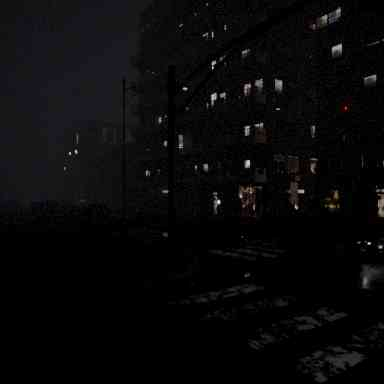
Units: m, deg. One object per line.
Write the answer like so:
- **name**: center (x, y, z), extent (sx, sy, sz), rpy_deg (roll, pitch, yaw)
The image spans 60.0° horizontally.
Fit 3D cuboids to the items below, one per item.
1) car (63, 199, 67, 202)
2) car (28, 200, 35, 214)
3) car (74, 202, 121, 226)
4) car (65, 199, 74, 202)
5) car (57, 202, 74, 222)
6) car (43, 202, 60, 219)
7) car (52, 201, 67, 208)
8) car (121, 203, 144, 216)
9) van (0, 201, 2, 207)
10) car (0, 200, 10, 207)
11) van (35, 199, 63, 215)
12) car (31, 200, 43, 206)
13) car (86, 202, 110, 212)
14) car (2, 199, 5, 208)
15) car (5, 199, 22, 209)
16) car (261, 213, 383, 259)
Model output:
- **car**: center (-20.647, 2.163, 49.138), extent (2.033, 1.411, 5.357), rpy_deg (0, -1, -35)
- **car**: center (-20.374, 2.073, 44.314), extent (1.967, 1.590, 4.097), rpy_deg (-1, 0, -35)
- **car**: center (-7.551, 1.777, 26.316), extent (1.967, 1.590, 4.097), rpy_deg (-1, 0, -35)
- **car**: center (-23.368, 2.160, 62.094), extent (2.192, 1.841, 5.009), rpy_deg (-1, 0, -35)
- **car**: center (-10.656, 1.934, 30.677), extent (1.752, 1.417, 4.829), rpy_deg (-1, 0, -35)
- **car**: center (-13.960, 2.036, 35.314), extent (2.008, 1.369, 4.403), rpy_deg (-1, 0, -35)
- **car**: center (-26.567, 2.462, 66.591), extent (1.887, 1.381, 4.507), rpy_deg (-1, 0, -35)
- **car**: center (-7.444, 2.006, 39.749), extent (1.752, 1.417, 4.829), rpy_deg (-1, 0, -35)
- **van**: center (-39.610, 2.411, 71.313), extent (1.690, 1.788, 3.998), rpy_deg (-1, 0, -35)
- **car**: center (-42.714, 2.666, 75.674), extent (1.752, 1.417, 4.829), rpy_deg (-1, 0, -35)
- **van**: center (-17.170, 1.900, 39.815), extent (1.690, 1.788, 3.998), rpy_deg (-1, 0, -35)
- **car**: center (-39.382, 2.773, 84.578), extent (1.947, 1.339, 4.313), rpy_deg (-1, 0, -35)
- **car**: center (-13.752, 2.192, 48.604), extent (1.947, 1.339, 4.313), rpy_deg (-1, 0, -35)
- **car**: center (-36.401, 2.542, 66.813), extent (1.887, 1.381, 4.507), rpy_deg (-1, 0, -35)
- **car**: center (-33.197, 2.365, 62.313), extent (1.967, 1.590, 4.097), rpy_deg (-1, 0, -35)
- **car**: center (4.957, 1.635, 13.200), extent (1.837, 1.490, 4.892), rpy_deg (0, -1, -35)
